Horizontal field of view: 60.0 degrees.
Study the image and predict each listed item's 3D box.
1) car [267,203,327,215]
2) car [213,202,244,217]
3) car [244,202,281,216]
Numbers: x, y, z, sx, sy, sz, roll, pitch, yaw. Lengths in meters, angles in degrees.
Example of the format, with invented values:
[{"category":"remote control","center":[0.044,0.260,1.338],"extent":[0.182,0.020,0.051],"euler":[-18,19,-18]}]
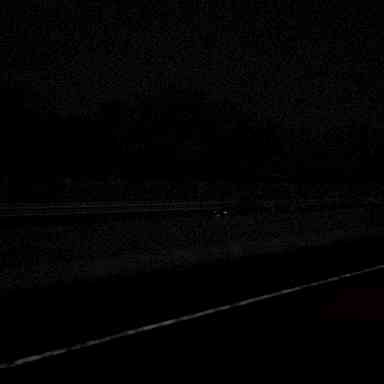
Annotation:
[{"category":"car","center":[7.476,1.592,22.005],"extent":[4.718,1.301,1.895],"euler":[0,0,-34]},{"category":"car","center":[4.361,1.534,28.361],"extent":[5.357,1.411,2.033],"euler":[0,0,-35]},{"category":"car","center":[6.410,1.552,25.511],"extent":[4.181,1.385,1.994],"euler":[0,0,-34]}]
